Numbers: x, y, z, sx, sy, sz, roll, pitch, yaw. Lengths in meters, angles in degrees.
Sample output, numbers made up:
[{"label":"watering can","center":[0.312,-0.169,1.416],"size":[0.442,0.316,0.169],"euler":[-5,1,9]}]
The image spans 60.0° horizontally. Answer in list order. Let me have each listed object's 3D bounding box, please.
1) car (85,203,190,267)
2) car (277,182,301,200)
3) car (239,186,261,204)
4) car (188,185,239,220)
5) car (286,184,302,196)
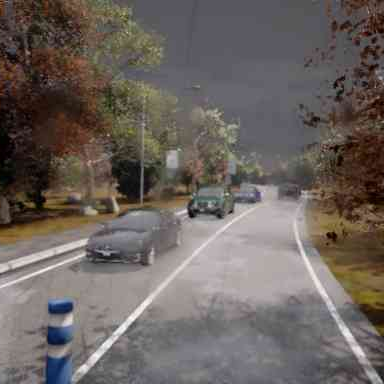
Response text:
[{"label":"car","center":[-1.653,1.315,11.006],"size":[1.837,1.490,4.892],"euler":[1,1,14]},{"label":"car","center":[11.287,-0.149,38.856],"size":[2.150,2.045,5.566],"euler":[0,2,21]},{"label":"car","center":[5.792,0.211,34.465],"size":[2.097,1.767,4.553],"euler":[0,2,21]},{"label":"car","center":[1.424,0.601,22.204],"size":[2.150,2.045,5.566],"euler":[0,2,18]},{"label":"car","center":[14.948,-0.299,48.670],"size":[2.128,1.511,4.902],"euler":[0,2,18]}]
